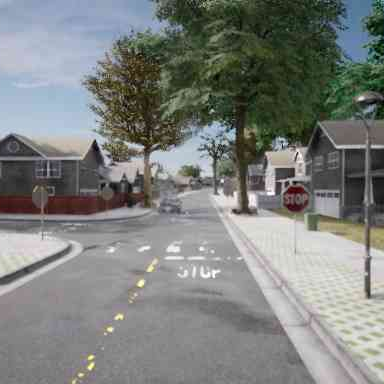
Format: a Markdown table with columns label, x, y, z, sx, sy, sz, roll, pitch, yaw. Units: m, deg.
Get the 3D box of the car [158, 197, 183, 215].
| label | x | y | z | sx | sy | sz | roll | pitch | yaw |
| --- | --- | --- | --- | --- | --- | --- | --- | --- | --- |
| car | -1.852 | 1.183 | 29.435 | 2.128 | 1.511 | 4.902 | 0 | 2 | 2 |
